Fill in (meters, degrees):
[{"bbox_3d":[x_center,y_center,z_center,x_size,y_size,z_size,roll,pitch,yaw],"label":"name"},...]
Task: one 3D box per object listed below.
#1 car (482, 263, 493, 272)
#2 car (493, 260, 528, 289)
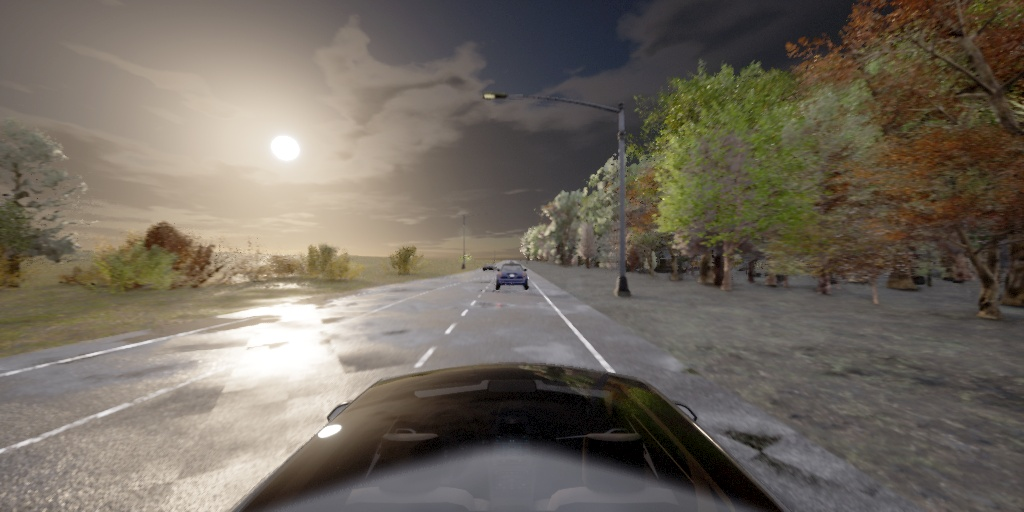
[{"bbox_3d":[-3.542,1.804,55.443,1.895,1.301,4.718,0,0,1],"label":"car"},{"bbox_3d":[0.002,1.307,25.391,2.097,1.767,4.553,0,0,0],"label":"car"}]
